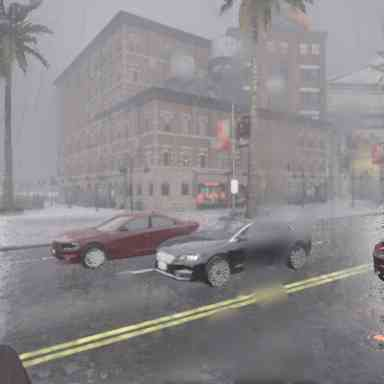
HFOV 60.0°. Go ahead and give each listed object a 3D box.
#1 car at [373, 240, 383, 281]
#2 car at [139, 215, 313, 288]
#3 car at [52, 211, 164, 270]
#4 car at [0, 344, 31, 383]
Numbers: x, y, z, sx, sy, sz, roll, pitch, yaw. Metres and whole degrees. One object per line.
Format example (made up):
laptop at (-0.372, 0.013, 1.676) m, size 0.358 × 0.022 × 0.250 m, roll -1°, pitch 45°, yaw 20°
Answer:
car at (6.371, 1.427, 8.246) m, size 4.892 × 1.490 × 1.837 m, roll 0°, pitch 0°, yaw -35°
car at (1.307, 1.442, 9.197) m, size 4.902 × 1.511 × 2.128 m, roll -1°, pitch 0°, yaw -35°
car at (-1.992, 1.439, 11.152) m, size 5.008 × 1.535 × 1.882 m, roll -1°, pitch 0°, yaw -35°
car at (-3.449, 1.563, 1.246) m, size 5.357 × 1.411 × 2.033 m, roll 0°, pitch 0°, yaw -36°
